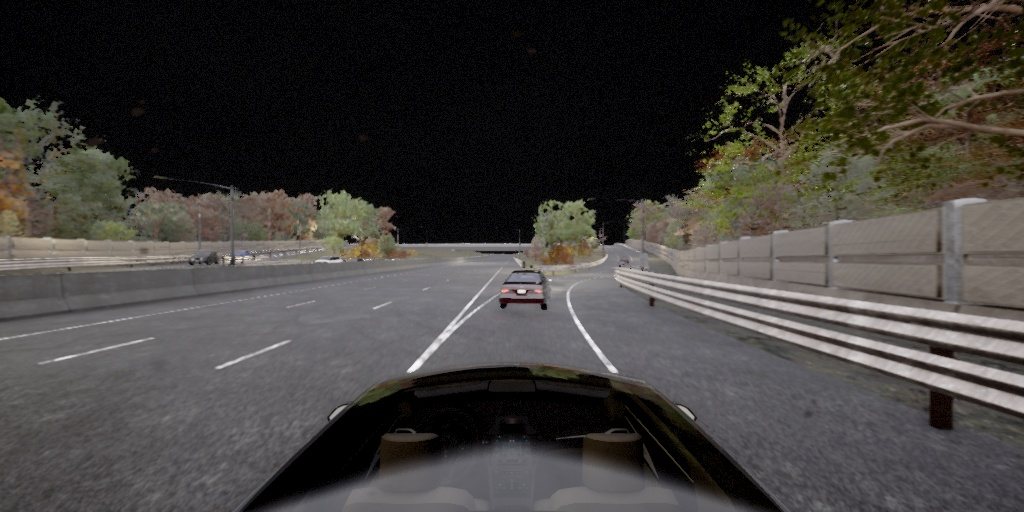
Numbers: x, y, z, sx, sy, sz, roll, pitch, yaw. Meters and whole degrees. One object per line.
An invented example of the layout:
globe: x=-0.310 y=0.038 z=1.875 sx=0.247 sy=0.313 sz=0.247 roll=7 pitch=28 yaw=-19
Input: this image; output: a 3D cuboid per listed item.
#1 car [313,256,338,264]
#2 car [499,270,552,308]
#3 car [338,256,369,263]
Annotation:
car: x=-28.042 y=0.985 z=54.800 sx=2.150 sy=2.045 sz=5.566 roll=0 pitch=0 yaw=1
car: x=0.660 y=1.303 z=15.169 sx=2.033 sy=1.411 sz=5.357 roll=0 pitch=0 yaw=7
car: x=-24.542 y=1.118 z=55.666 sx=2.097 sy=1.767 sz=4.553 roll=0 pitch=0 yaw=1
